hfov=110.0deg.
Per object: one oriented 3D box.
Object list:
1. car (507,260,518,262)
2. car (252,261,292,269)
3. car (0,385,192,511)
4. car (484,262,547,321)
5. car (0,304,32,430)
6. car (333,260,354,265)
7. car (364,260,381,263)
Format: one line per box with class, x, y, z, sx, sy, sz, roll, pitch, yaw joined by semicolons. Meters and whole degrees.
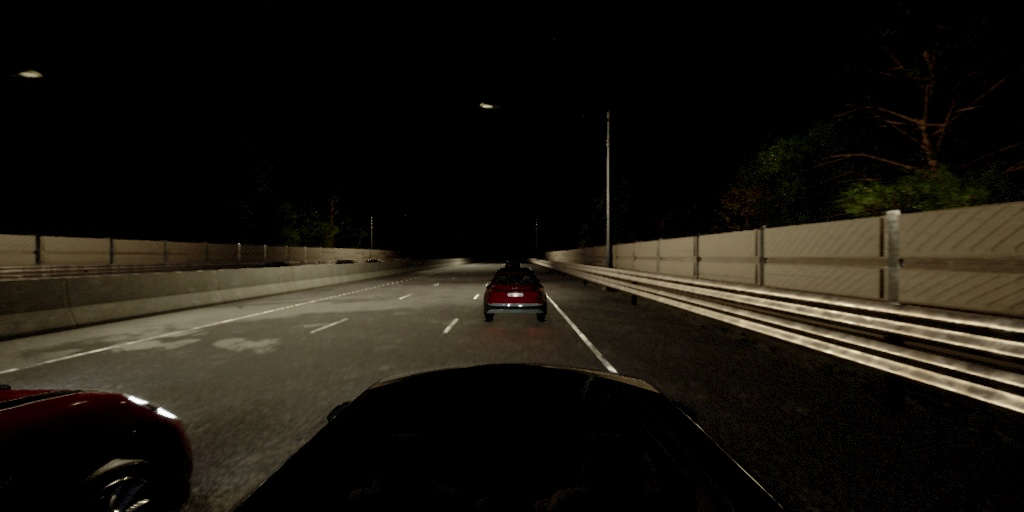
car;0.104;1.256;42.987;1.837;1.490;4.892;0;0;0
car;-24.587;1.279;36.919;1.812;1.442;4.674;0;0;0
car;-3.400;1.102;0.723;2.097;1.767;4.553;0;0;0
car;0.100;1.180;12.549;2.033;1.649;4.856;0;0;0
car;-6.901;1.298;1.716;2.033;1.411;5.357;0;0;0
car;-21.072;1.279;44.689;1.812;1.442;4.674;0;0;0
car;-17.574;1.260;44.988;1.837;1.490;4.892;0;0;0
